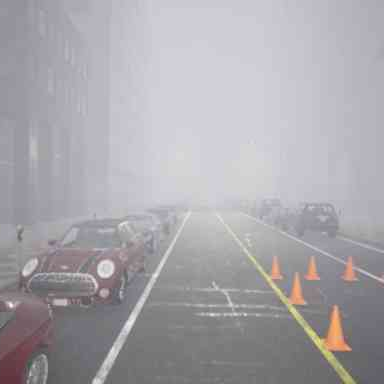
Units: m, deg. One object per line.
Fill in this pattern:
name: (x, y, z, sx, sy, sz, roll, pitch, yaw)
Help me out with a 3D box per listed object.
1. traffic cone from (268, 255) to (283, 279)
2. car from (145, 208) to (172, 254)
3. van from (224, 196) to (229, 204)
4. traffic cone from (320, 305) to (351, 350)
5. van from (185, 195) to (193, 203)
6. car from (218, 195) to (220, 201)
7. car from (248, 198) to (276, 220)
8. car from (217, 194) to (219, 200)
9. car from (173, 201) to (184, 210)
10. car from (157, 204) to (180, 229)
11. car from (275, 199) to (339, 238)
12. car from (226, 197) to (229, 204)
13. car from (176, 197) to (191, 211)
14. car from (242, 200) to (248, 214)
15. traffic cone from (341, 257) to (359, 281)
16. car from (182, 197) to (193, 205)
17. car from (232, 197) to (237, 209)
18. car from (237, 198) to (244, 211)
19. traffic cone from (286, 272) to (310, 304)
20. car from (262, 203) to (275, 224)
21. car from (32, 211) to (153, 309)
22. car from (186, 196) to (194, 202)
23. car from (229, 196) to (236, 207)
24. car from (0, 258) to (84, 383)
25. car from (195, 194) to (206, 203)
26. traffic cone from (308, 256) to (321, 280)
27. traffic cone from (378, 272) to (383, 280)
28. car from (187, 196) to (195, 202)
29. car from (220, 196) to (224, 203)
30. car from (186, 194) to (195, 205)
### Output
traffic cone: (2.249, 2.010, 8.986, 0.340, 0.580, 0.340, 1, 0, 1)
car: (-2.126, 1.548, 13.447, 2.008, 1.369, 4.403, 1, 0, 1)
van: (7.640, 1.622, 63.650, 1.690, 1.788, 3.998, 1, 0, 1)
traffic cone: (2.150, 2.000, 4.988, 0.340, 0.580, 0.340, 1, 0, 1)
van: (-0.606, 1.525, 75.052, 1.690, 1.788, 3.998, 1, 0, 1)
car: (8.051, 1.878, 80.450, 1.887, 1.381, 4.507, 1, 0, 1)
car: (6.813, 1.492, 30.050, 2.192, 1.841, 5.009, 1, 0, 1)
car: (8.190, 1.791, 86.051, 1.967, 1.590, 4.097, 1, 0, 1)
car: (-1.850, 1.594, 24.647, 1.947, 1.339, 4.313, 1, 0, 1)
car: (-1.988, 1.578, 19.047, 1.947, 1.339, 4.313, 1, 0, 1)
car: (6.537, 1.459, 18.850, 2.192, 1.841, 5.009, 1, 0, 1)
car: (7.499, 1.845, 58.050, 1.802, 1.307, 4.206, 1, 0, 1)
car: (-1.436, 1.624, 41.449, 1.887, 1.381, 4.507, 1, 0, 1)
car: (6.948, 1.759, 35.650, 1.947, 1.339, 4.313, 1, 0, 1)
traffic cone: (4.248, 2.041, 8.938, 0.340, 0.580, 0.340, 1, 0, 1)
car: (-0.885, 1.693, 63.850, 1.887, 1.381, 4.507, 1, 0, 1)
car: (7.223, 1.794, 46.850, 1.947, 1.339, 4.313, 1, 0, 1)
car: (7.087, 1.651, 41.250, 1.967, 1.590, 4.097, 1, 0, 1)
traffic cone: (2.200, 2.005, 6.987, 0.340, 0.580, 0.340, 1, 0, 1)
car: (6.671, 1.742, 24.450, 1.802, 1.307, 4.206, 1, 0, 1)
car: (-2.262, 1.422, 7.846, 1.967, 1.590, 4.097, 1, 0, 1)
car: (-0.471, 1.746, 80.652, 1.887, 1.381, 4.507, 1, 0, 1)
car: (7.363, 1.686, 52.450, 1.967, 1.590, 4.097, 1, 0, 1)
car: (-2.402, 1.550, 2.246, 1.802, 1.307, 4.206, 1, 0, 1)
car: (2.141, 1.702, 74.333, 1.882, 1.535, 5.008, 1, 0, 1)
traffic cone: (3.249, 2.026, 8.962, 0.340, 0.580, 0.340, 1, 0, 1)
traffic cone: (5.248, 2.056, 8.913, 0.340, 0.580, 0.340, 1, 0, 1)
car: (-0.333, 1.764, 86.252, 1.887, 1.381, 4.507, 1, 0, 1)
car: (7.913, 1.860, 74.849, 1.887, 1.381, 4.507, 1, 0, 1)
car: (-1.021, 1.571, 58.250, 1.967, 1.590, 4.097, 1, 0, 1)
